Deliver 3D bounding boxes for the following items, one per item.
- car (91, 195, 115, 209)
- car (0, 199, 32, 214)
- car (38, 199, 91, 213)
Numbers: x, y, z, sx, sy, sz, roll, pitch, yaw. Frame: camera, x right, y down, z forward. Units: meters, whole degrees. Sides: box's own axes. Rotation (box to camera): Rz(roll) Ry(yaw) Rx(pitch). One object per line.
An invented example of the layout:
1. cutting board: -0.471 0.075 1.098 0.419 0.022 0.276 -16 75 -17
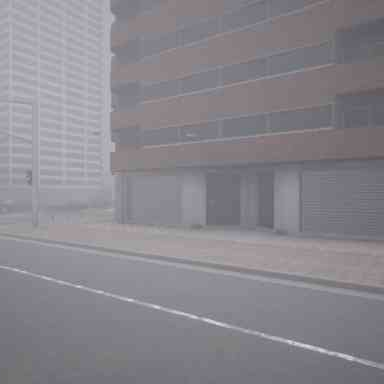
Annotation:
1. car: -12.779 1.505 44.135 1.837 1.490 4.892 0 0 35
2. car: -18.731 1.478 35.579 1.882 1.535 5.008 0 0 35
3. car: -13.867 1.601 36.443 1.895 1.301 4.718 0 0 35
